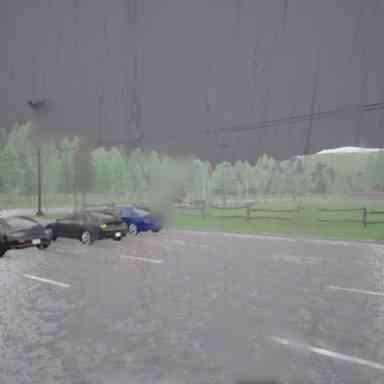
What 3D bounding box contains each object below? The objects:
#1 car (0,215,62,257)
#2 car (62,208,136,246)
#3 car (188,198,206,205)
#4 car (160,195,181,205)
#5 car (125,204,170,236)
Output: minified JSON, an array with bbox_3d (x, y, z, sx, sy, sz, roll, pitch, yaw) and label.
[{"bbox_3d":[-7.615,1.677,13.640,4.674,1.442,1.812,0,0,36],"label":"car"},{"bbox_3d":[-5.264,1.655,16.257,4.892,1.490,1.837,0,0,36],"label":"car"},{"bbox_3d":[1.072,1.971,67.245,1.994,1.385,4.181,-1,0,37],"label":"car"},{"bbox_3d":[-4.622,1.713,71.305,2.150,2.045,5.566,-1,0,36],"label":"car"},{"bbox_3d":[-3.818,1.633,19.535,5.008,1.535,1.882,0,0,36],"label":"car"}]
